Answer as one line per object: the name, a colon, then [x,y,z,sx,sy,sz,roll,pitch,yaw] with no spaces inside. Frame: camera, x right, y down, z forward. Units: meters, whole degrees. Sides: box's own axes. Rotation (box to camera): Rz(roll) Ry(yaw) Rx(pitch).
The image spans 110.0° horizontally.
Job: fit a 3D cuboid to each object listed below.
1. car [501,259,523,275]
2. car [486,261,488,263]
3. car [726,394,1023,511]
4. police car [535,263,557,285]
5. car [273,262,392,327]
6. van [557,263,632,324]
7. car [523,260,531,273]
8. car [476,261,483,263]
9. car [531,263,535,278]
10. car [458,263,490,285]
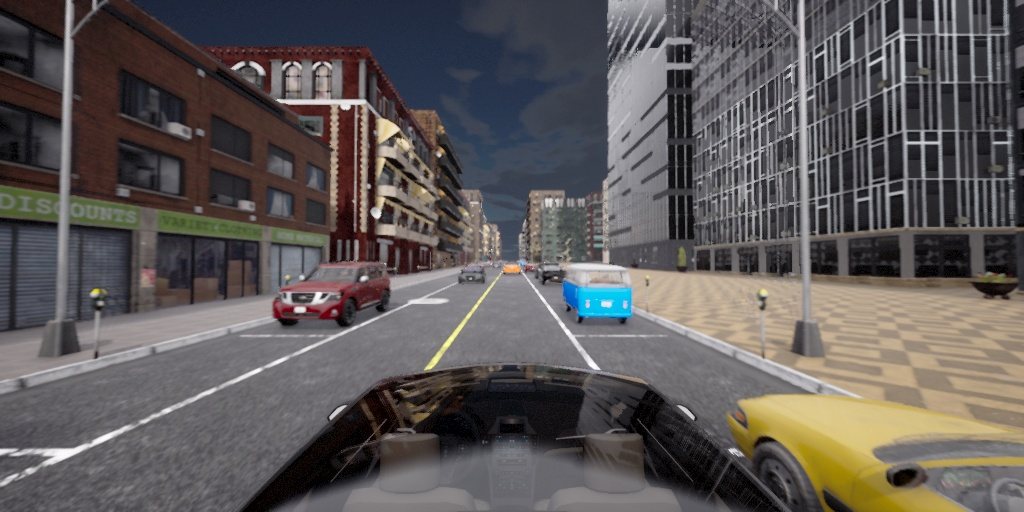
car: [0.039,1.454,46.234,2.097,1.767,4.553,0,0,0]
car: [-5.658,1.638,62.246,1.967,1.591,4.097,0,0,0]
car: [2.690,1.270,1.144,1.751,1.417,4.829,0,0,0]
police car: [3.147,1.370,28.287,1.930,1.638,5.238,0,0,0]
car: [-5.685,1.140,12.120,2.192,1.841,5.009,0,0,0]
van: [2.696,1.166,12.115,1.690,1.789,3.998,0,0,0]
car: [2.717,1.660,51.101,1.888,1.381,4.507,0,0,0]
car: [-5.664,1.660,51.107,1.888,1.381,4.507,0,0,0]
car: [3.162,1.500,35.177,1.837,1.490,4.892,0,0,0]
car: [-3.084,1.511,28.657,1.994,1.385,4.181,0,0,0]
